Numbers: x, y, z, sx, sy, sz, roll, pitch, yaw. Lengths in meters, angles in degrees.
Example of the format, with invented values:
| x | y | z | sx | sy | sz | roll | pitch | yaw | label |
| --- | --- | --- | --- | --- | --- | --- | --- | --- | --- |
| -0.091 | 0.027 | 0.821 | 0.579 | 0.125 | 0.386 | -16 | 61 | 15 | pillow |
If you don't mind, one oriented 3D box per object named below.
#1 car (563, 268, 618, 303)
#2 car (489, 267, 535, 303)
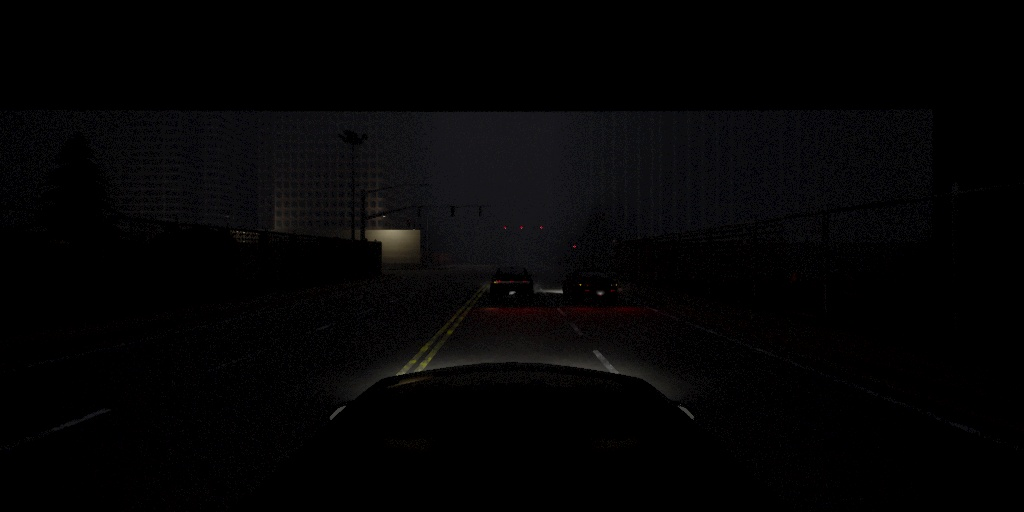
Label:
| x | y | z | sx | sy | sz | roll | pitch | yaw | label |
| --- | --- | --- | --- | --- | --- | --- | --- | --- | --- |
| 3.500 | 1.282 | 16.500 | 1.812 | 1.442 | 4.674 | 0 | 0 | 0 | car |
| 0.000 | 1.244 | 16.500 | 2.128 | 1.511 | 4.902 | 0 | 0 | 0 | car |
